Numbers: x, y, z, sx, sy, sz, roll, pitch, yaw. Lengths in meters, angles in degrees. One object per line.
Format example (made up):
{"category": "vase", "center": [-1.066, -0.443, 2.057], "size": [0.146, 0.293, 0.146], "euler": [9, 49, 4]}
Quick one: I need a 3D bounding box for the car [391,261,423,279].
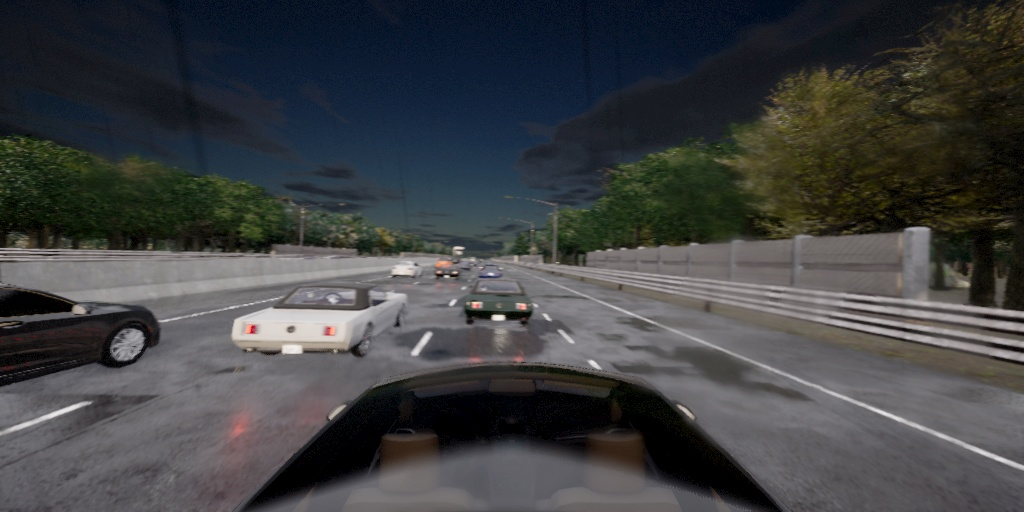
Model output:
{"category": "car", "center": [-8.782, 1.143, 30.283], "size": [1.812, 1.442, 4.674], "euler": [2, 0, -4]}

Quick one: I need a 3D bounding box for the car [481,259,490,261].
{"category": "car", "center": [-3.883, 1.648, 60.752], "size": [2.033, 1.411, 5.357], "euler": [2, -1, -4]}

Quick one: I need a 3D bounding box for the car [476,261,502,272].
{"category": "car", "center": [-1.805, 1.439, 30.756], "size": [1.994, 1.385, 4.181], "euler": [2, 0, -4]}

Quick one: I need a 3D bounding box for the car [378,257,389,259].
{"category": "car", "center": [-21.302, 0.941, 58.899], "size": [2.128, 1.511, 4.902], "euler": [2, -1, -3]}

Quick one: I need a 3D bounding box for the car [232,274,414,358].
{"category": "car", "center": [-3.744, 1.249, 8.104], "size": [1.895, 1.301, 4.718], "euler": [2, 0, -4]}

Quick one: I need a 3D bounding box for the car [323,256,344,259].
{"category": "car", "center": [-28.274, 0.753, 58.364], "size": [1.994, 1.385, 4.181], "euler": [2, -1, -4]}

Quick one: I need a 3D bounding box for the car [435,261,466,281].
{"category": "car", "center": [-5.296, 1.346, 30.536], "size": [1.895, 1.301, 4.718], "euler": [2, 0, -4]}

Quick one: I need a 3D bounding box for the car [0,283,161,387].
{"category": "car", "center": [-6.981, 1.014, 4.264], "size": [1.837, 1.490, 4.892], "euler": [2, 0, -4]}

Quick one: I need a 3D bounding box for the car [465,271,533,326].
{"category": "car", "center": [-0.503, 1.390, 11.934], "size": [1.895, 1.301, 4.718], "euler": [2, 0, -4]}

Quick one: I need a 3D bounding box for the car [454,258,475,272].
{"category": "car", "center": [-6.680, 1.432, 50.537], "size": [2.033, 1.411, 5.357], "euler": [2, -1, -4]}

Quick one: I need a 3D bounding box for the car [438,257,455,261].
{"category": "car", "center": [-10.574, 1.157, 56.228], "size": [2.097, 1.767, 4.553], "euler": [2, -1, -4]}
